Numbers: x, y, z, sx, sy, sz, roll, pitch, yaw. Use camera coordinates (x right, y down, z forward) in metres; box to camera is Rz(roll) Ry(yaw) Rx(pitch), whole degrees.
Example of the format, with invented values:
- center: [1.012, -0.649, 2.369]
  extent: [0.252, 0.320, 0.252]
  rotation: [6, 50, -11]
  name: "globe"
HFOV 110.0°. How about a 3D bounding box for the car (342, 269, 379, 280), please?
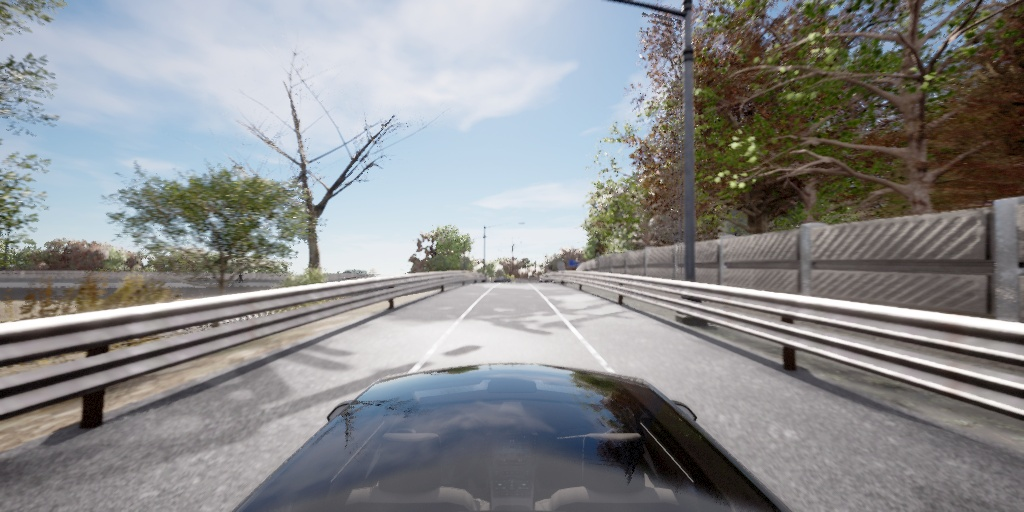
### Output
- center: [-24.477, 3.264, 58.252]
  extent: [5.566, 2.045, 2.150]
  rotation: [3, -5, -37]
  name: "car"
